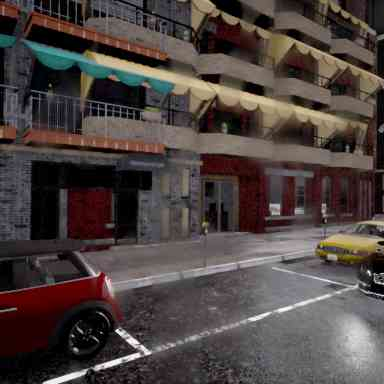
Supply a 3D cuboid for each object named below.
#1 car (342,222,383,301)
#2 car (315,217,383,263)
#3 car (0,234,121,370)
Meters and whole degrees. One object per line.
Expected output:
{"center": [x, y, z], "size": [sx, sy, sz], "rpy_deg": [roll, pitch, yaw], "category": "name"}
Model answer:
{"center": [5.599, 1.507, 7.390], "size": [4.892, 1.490, 1.837], "rpy_deg": [0, 0, -36], "category": "car"}
{"center": [5.928, 1.528, 10.796], "size": [4.829, 1.417, 1.752], "rpy_deg": [0, 1, -36], "category": "car"}
{"center": [-3.125, 1.440, 4.314], "size": [4.097, 1.590, 1.967], "rpy_deg": [0, 1, -36], "category": "car"}
